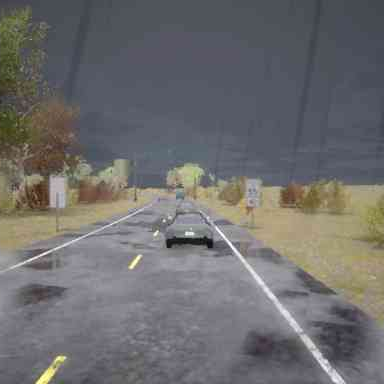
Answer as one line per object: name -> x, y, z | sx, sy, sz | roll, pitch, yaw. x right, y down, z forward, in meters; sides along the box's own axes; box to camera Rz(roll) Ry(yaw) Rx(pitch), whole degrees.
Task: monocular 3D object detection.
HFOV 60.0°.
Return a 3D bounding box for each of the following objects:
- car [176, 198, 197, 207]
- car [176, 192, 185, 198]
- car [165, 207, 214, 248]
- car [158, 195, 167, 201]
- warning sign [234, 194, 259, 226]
car -> -0.490, 1.540, 29.747 | 1.994, 1.385, 4.181 | 0, 0, -2
car -> -3.249, 0.998, 90.514 | 2.150, 2.045, 5.566 | 0, 0, -6
car -> -0.123, 1.562, 14.723 | 1.994, 1.385, 4.181 | 0, 0, -1
car -> -6.652, 1.395, 75.731 | 1.994, 1.385, 4.181 | 0, 0, -5
warning sign -> 3.326, 1.096, 20.445 | 1.300, 1.860, 1.060 | 1, 1, -1
